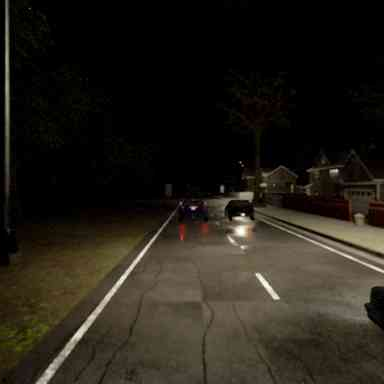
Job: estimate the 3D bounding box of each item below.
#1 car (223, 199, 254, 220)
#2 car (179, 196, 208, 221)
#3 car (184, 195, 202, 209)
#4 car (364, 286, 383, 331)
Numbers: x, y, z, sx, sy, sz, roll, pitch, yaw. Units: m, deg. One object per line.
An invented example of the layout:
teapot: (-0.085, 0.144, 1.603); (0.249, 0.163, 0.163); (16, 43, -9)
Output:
car: (3.598, 1.334, 25.877); (1.837, 1.490, 4.892); (0, 0, 0)
car: (0.097, 1.185, 25.553); (2.097, 1.767, 4.553); (0, 1, 0)
car: (0.095, 1.215, 41.583); (2.128, 1.511, 4.902); (0, 0, 0)
car: (3.599, 1.529, 2.697); (2.033, 1.411, 5.357); (0, 0, 0)
